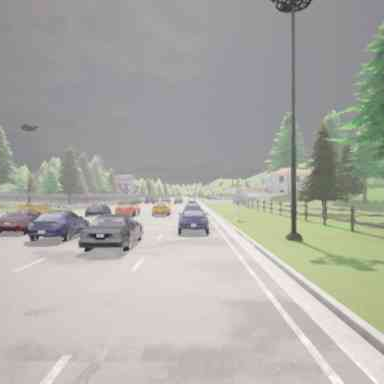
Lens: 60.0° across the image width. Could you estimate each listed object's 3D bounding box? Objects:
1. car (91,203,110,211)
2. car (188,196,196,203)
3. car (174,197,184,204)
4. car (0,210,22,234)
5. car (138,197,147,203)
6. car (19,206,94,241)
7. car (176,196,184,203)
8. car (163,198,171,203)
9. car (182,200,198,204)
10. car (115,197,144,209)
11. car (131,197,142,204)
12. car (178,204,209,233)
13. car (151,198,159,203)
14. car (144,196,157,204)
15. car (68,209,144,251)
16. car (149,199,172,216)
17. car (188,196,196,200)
[{"bbox_3d":[-10.398,1.942,37.071,1.994,1.385,4.181,0,-1,0],"label":"car"},{"bbox_3d":[0.005,2.015,94.085,2.150,2.045,5.566,0,-1,0],"label":"car"},{"bbox_3d":[-3.496,2.203,84.019,2.097,1.767,4.553,0,-1,0],"label":"car"},{"bbox_3d":[-10.398,1.777,20.779,1.994,1.385,4.181,0,-1,0],"label":"car"},{"bbox_3d":[-13.995,2.268,94.053,1.882,1.535,5.008,0,-1,0],"label":"car"},{"bbox_3d":[-6.914,1.706,17.583,1.812,1.442,4.674,0,-1,0],"label":"car"},{"bbox_3d":[-3.495,2.144,94.024,2.097,1.767,4.553,0,-1,0],"label":"car"},{"bbox_3d":[-6.995,2.342,94.052,1.994,1.385,4.181,0,-1,0],"label":"car"},{"bbox_3d":[0.089,1.907,37.409,1.812,1.442,4.674,0,-1,0],"label":"car"},{"bbox_3d":[-6.898,1.720,36.068,2.097,1.767,4.553,0,-1,0],"label":"car"},{"bbox_3d":[-13.996,2.203,84.020,2.097,1.767,4.553,0,-1,0],"label":"car"},{"bbox_3d":[0.086,1.741,21.026,1.812,1.442,4.674,0,-1,0],"label":"car"},{"bbox_3d":[-10.495,2.314,94.052,1.812,1.442,4.674,0,-1,0],"label":"car"},{"bbox_3d":[-10.496,2.069,83.664,2.150,2.045,5.566,0,-1,0],"label":"car"},{"bbox_3d":[-3.399,1.699,14.821,2.033,1.411,5.357,0,-1,0],"label":"car"},{"bbox_3d":[-3.396,1.864,37.925,1.882,1.535,5.008,0,-1,0],"label":"car"},{"bbox_3d":[0.004,2.443,84.077,1.895,1.301,4.718,0,-1,0],"label":"car"}]
